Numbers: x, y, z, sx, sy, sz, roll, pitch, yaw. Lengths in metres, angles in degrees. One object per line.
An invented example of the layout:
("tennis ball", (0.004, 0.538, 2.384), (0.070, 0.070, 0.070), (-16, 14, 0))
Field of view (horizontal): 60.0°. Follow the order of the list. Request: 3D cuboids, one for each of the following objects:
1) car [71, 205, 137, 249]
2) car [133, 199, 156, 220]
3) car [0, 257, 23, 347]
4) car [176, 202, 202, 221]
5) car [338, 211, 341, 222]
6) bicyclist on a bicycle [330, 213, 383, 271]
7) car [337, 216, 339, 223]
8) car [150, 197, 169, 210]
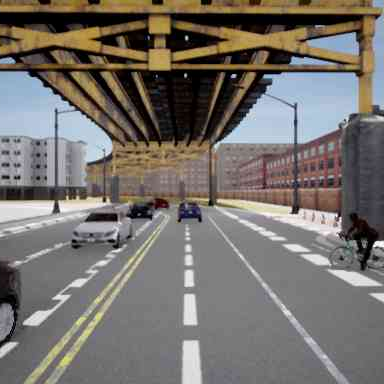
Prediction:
("car", (-3.782, 1.516, 14.642), (1.812, 1.442, 4.674), (0, 0, -1))
("car", (-4.189, 1.547, 27.301), (1.994, 1.385, 4.181), (0, 0, -5))
("car", (-3.627, 1.502, 3.454), (1.837, 1.490, 4.892), (0, 0, -1))
("car", (-0.276, 1.530, 26.594), (2.033, 1.411, 5.357), (0, 0, -4))
("car", (12.070, 1.281, 21.252), (4.536, 1.218, 1.853), (0, 0, 29))
("bicyclist on a bicycle", (4.735, 1.418, 9.449), (1.656, 1.620, 0.582), (0, 0, -1))
("car", (12.025, 1.439, 21.278), (4.974, 1.542, 2.038), (0, 0, 29))
("car", (-4.597, 1.450, 42.152), (1.882, 1.535, 5.008), (0, 0, -29))
